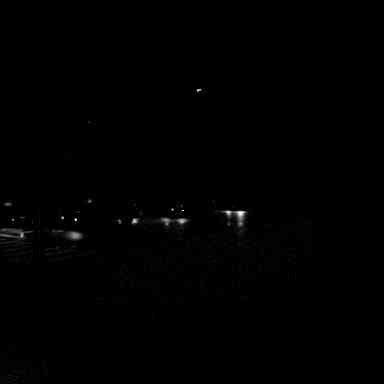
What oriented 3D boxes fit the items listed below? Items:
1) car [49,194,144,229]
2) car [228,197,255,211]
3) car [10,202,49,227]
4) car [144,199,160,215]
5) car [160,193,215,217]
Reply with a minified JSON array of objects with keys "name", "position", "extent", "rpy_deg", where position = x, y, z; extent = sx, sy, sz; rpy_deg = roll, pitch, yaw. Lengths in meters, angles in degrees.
[{"name":"car","position":[-6.044,1.161,21.894],"extent":[2.150,2.045,5.566],"rpy_deg":[0,0,35]},{"name":"car","position":[6.011,1.355,38.875],"extent":[1.837,1.490,4.892],"rpy_deg":[0,0,36]},{"name":"car","position":[-9.630,1.457,22.460],"extent":[1.837,1.490,4.892],"rpy_deg":[0,0,35]},{"name":"car","position":[-4.169,1.390,30.157],"extent":[1.882,1.535,5.008],"rpy_deg":[0,0,35]},{"name":"car","position":[-0.047,1.117,30.347],"extent":[2.150,2.045,5.566],"rpy_deg":[0,0,35]}]
